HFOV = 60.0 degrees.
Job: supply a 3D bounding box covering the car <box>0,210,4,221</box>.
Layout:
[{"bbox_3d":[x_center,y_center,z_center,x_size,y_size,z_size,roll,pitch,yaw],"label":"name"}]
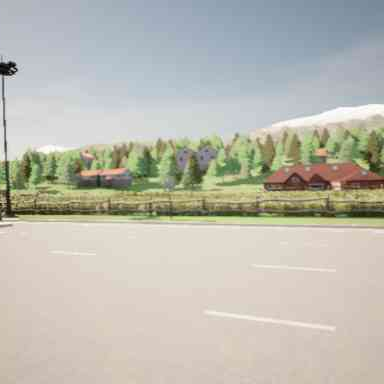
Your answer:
[{"bbox_3d":[-14.569,1.480,21.758,4.892,1.490,1.837,-1,1,23],"label":"car"}]
